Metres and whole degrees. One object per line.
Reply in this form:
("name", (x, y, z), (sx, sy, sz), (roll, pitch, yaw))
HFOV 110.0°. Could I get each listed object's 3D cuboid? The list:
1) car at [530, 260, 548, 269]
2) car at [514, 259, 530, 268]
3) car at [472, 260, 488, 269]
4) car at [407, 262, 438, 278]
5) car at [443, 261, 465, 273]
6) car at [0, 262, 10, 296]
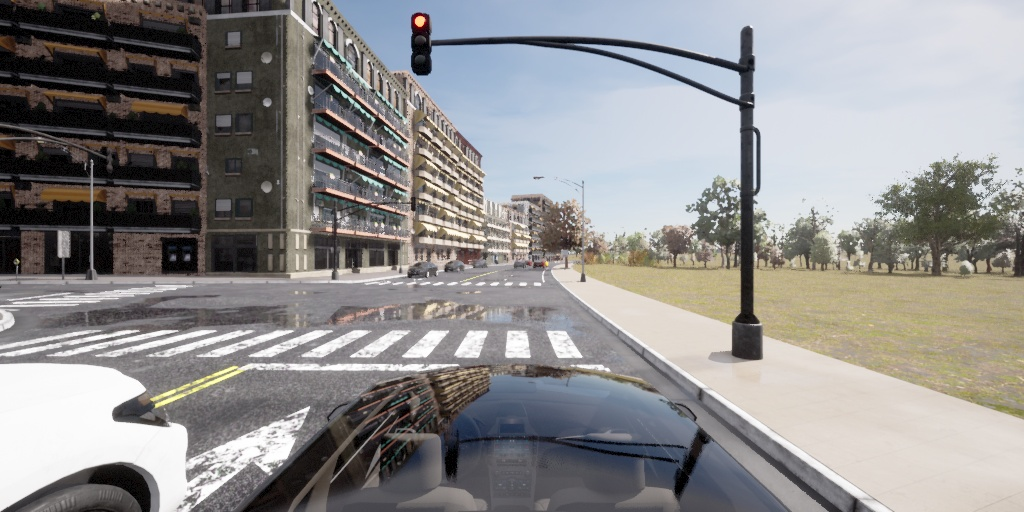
("car", (4.878, 1.414, 63.853), (1.882, 1.535, 5.008), (0, 0, 9))
("car", (1.445, 1.425, 63.823), (2.128, 1.511, 4.902), (0, 0, 9))
("car", (-5.484, 1.411, 61.595), (2.128, 1.511, 4.902), (0, 0, 8))
("car", (-8.497, 1.313, 34.524), (1.837, 1.490, 4.892), (0, 0, 5))
("car", (-7.409, 1.358, 46.292), (1.837, 1.490, 4.892), (0, -1, 6))
("car", (-23.797, 0.914, 13.593), (5.357, 1.411, 2.033), (1, 0, -19))
